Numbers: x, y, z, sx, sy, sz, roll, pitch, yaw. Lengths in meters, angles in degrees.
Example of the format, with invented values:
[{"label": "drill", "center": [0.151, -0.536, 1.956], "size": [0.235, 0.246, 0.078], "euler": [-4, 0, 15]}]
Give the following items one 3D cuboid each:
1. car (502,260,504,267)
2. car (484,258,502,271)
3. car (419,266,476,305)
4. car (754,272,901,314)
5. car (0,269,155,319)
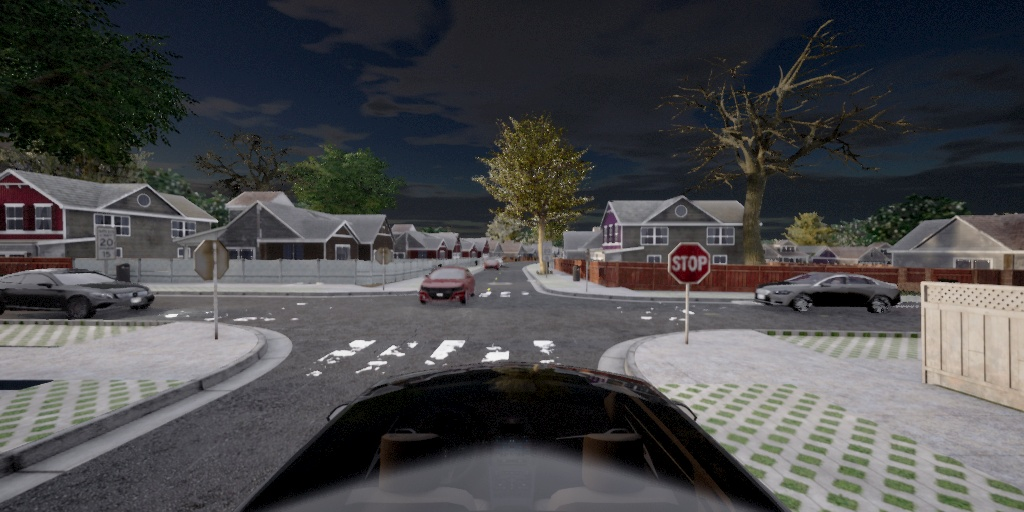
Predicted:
[{"label": "car", "center": [-2.325, 1.066, 59.122], "size": [1.812, 1.442, 4.674], "euler": [0, 0, 5]}, {"label": "car", "center": [-2.741, 1.174, 48.239], "size": [1.882, 1.535, 5.008], "euler": [0, 0, 0]}, {"label": "car", "center": [-2.747, 1.214, 16.131], "size": [1.882, 1.535, 5.008], "euler": [0, 0, 0]}, {"label": "car", "center": [12.428, 1.397, 14.302], "size": [4.902, 1.511, 2.128], "euler": [1, 1, 1]}, {"label": "car", "center": [-14.493, 1.150, 11.643], "size": [4.674, 1.442, 1.812], "euler": [1, 1, 1]}]
